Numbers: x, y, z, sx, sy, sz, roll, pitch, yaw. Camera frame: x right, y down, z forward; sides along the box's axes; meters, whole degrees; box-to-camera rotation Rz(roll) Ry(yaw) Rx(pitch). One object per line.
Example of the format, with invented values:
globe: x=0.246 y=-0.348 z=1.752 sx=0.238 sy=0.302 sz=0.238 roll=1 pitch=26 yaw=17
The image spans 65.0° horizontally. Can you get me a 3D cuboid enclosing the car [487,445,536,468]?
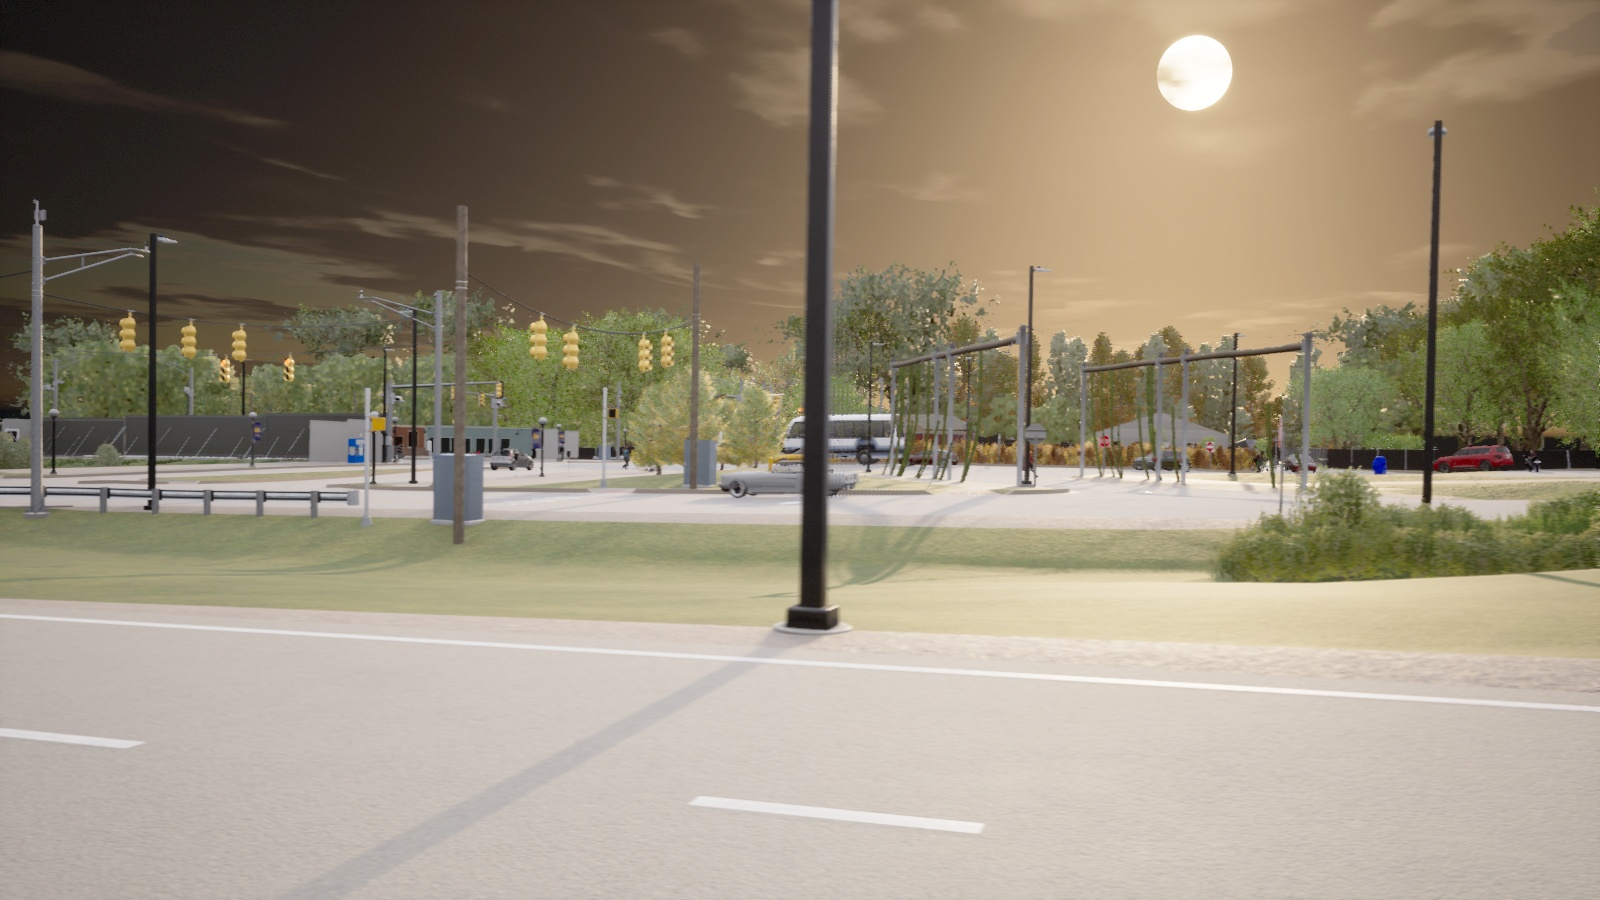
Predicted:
car: x=-21.189 y=0.498 z=92.354 sx=1.851 sy=1.617 sz=3.988 roll=1 pitch=0 yaw=14

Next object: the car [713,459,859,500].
car: x=-0.480 y=1.008 z=43.833 sx=4.718 sy=1.301 sz=1.895 roll=0 pitch=1 yaw=18
